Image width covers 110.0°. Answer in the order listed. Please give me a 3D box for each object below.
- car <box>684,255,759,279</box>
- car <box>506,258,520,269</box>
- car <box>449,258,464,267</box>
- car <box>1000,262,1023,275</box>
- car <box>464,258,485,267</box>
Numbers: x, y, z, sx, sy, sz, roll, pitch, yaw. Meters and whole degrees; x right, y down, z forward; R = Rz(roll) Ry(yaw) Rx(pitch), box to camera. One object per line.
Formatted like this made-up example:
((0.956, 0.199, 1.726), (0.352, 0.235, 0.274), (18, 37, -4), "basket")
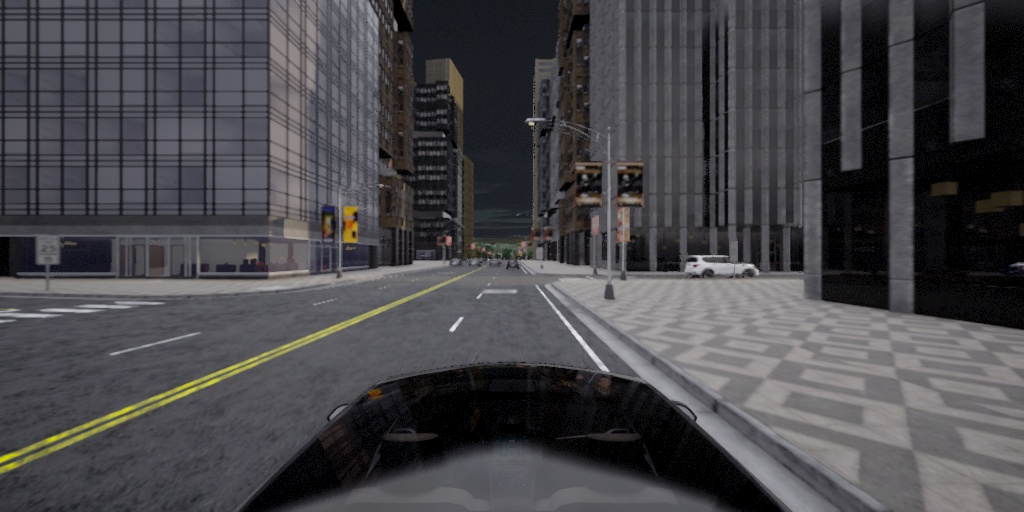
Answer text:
((17.525, 0.960, 30.202), (5.566, 2.045, 2.150), (0, 0, 0), "car")
((0.117, 1.221, 54.853), (1.812, 1.442, 4.674), (0, 0, 0), "car")
((-9.752, 1.171, 62.753), (2.128, 1.511, 4.902), (0, 0, 1), "car")
((44.415, 1.220, 30.143), (5.008, 1.535, 1.882), (0, 0, 0), "car")
((-6.506, 1.170, 62.764), (2.128, 1.511, 4.902), (0, 0, 1), "car")
